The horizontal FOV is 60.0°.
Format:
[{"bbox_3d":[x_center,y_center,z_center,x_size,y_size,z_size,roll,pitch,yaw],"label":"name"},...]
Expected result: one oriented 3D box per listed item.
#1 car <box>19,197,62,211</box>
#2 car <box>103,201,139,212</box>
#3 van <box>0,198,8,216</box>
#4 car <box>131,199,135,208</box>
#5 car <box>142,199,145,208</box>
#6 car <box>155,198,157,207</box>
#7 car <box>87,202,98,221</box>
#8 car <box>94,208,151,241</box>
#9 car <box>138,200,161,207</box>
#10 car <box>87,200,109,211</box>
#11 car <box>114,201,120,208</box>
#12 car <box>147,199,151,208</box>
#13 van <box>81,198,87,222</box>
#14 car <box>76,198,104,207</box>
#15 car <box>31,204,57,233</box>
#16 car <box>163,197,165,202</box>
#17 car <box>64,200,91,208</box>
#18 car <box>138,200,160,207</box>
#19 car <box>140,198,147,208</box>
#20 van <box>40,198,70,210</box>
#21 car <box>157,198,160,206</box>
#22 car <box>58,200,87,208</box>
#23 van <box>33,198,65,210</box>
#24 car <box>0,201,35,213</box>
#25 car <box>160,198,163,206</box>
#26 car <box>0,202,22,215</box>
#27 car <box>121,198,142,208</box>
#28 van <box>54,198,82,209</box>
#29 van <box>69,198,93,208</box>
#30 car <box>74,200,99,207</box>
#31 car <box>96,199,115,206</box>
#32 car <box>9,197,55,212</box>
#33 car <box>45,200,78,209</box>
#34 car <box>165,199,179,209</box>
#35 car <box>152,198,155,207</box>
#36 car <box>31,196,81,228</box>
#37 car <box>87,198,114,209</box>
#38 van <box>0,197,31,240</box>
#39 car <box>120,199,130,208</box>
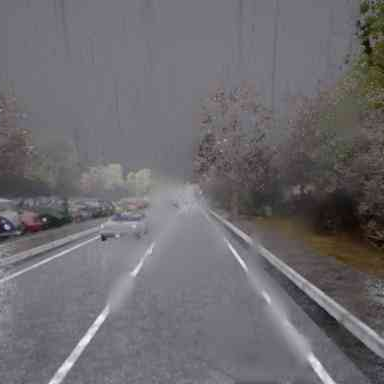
[{"bbox_3d":[-23.349,1.872,51.487,5.566,2.045,2.435,0,-1,0],"label":"car"},{"bbox_3d":[-10.269,2.100,48.613,4.792,1.488,2.163,0,-1,0],"label":"car"},{"bbox_3d":[-23.501,1.638,37.512,4.442,1.987,1.878,0,-1,0],"label":"van"},{"bbox_3d":[-10.308,1.968,43.063,4.892,1.521,2.231,0,-1,0],"label":"car"},{"bbox_3d":[-10.268,2.152,51.389,4.792,1.488,2.163,0,-1,0],"label":"car"},{"bbox_3d":[-10.473,2.449,68.036,5.366,1.575,1.946,0,-1,0],"label":"car"},{"bbox_3d":[-10.314,1.698,26.408,4.674,1.452,2.002,0,-1,0],"label":"car"},{"bbox_3d":[-3.352,1.695,17.261,1.895,1.301,4.718,0,0,0],"label":"car"},{"bbox_3d":[-10.465,2.819,81.909,5.366,1.575,1.946,0,-2,0],"label":"car"},{"bbox_3d":[-10.304,1.709,29.184,5.008,1.535,2.097,0,-1,0],"label":"car"},{"bbox_3d":[-10.275,1.687,34.738,4.553,1.767,2.185,0,-1,0],"label":"car"},{"bbox_3d":[-10.322,2.306,59.717,4.792,1.488,2.163,0,-1,0],"label":"car"},{"bbox_3d":[-10.196,1.381,23.637,4.442,1.987,1.878,0,-1,0],"label":"van"},{"bbox_3d":[-23.391,2.421,76.404,5.566,2.045,2.435,0,-2,0],"label":"car"},{"bbox_3d":[-10.345,1.563,18.107,4.792,1.488,2.163,0,-1,0],"label":"car"},{"bbox_3d":[-10.307,2.647,84.691,5.566,2.045,2.435,0,-2,0],"label":"car"},{"bbox_3d":[-23.396,2.480,67.965,4.792,1.488,2.163,0,-1,0],"label":"car"},{"bbox_3d":[-10.288,2.748,79.133,4.892,1.521,2.231,0,-2,0],"label":"car"},{"bbox_3d":[-10.266,2.203,54.165,4.792,1.488,2.163,0,-1,0],"label":"car"},{"bbox_3d":[-23.490,2.001,57.026,4.442,1.987,1.878,0,-1,0],"label":"van"},{"bbox_3d":[-10.101,2.516,70.688,5.366,1.575,1.946,0,-2,0],"label":"car"},{"bbox_3d":[-23.398,2.419,65.327,4.792,1.488,2.163,0,-1,0],"label":"car"},{"bbox_3d":[-23.258,1.949,54.256,4.442,1.987,1.878,0,-1,0],"label":"van"},{"bbox_3d":[-23.376,1.969,43.172,5.008,1.535,2.097,0,-1,0],"label":"car"},{"bbox_3d":[-10.098,2.668,76.359,5.366,1.575,1.946,0,-2,0],"label":"car"},{"bbox_3d":[-23.386,1.956,40.277,4.674,1.452,2.002,0,-1,0],"label":"car"},{"bbox_3d":[-10.115,2.016,45.838,5.366,1.575,1.946,0,-1,0],"label":"car"},{"bbox_3d":[-23.262,2.107,62.580,4.442,1.987,1.878,0,-1,0],"label":"van"},{"bbox_3d":[-23.483,2.294,70.742,4.442,1.987,1.878,0,-1,0],"label":"van"},{"bbox_3d":[-23.336,2.626,73.628,4.792,1.488,2.163,0,-2,0],"label":"car"},{"bbox_3d":[-23.386,2.920,90.121,4.553,1.767,2.185,0,-2,0],"label":"car"},{"bbox_3d":[-23.350,1.821,48.717,5.566,2.045,2.435,0,-1,0],"label":"car"},{"bbox_3d":[-23.377,2.278,59.791,5.008,1.535,2.097,0,-1,0],"label":"car"},{"bbox_3d":[-3.351,2.388,59.445,1.895,1.301,4.718,0,-1,1],"label":"car"},{"bbox_3d":[-10.283,2.390,65.269,4.892,1.521,2.231,0,-1,0],"label":"car"},{"bbox_3d":[-10.343,1.304,20.862,5.566,2.045,2.435,0,-1,0],"label":"car"},{"bbox_3d":[-10.277,1.636,31.962,4.553,1.767,2.185,0,-1,0],"label":"car"},{"bbox_3d":[-10.201,1.300,15.325,4.442,1.987,1.878,0,0,0],"label":"van"},{"bbox_3d":[-10.119,1.861,37.511,5.366,1.575,1.946,0,-1,0],"label":"car"}]
